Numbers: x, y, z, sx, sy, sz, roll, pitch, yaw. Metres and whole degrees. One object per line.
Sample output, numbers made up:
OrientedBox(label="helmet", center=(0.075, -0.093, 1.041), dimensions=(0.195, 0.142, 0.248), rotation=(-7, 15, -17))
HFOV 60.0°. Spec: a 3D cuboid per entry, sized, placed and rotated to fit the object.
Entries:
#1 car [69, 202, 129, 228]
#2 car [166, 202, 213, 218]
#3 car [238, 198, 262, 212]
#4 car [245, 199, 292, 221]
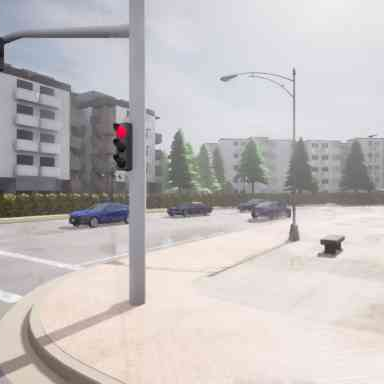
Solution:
OrientedBox(label="car", center=(-5.950, 1.478, 22.606), dimensions=(1.882, 1.535, 5.008), rotation=(0, 0, 34))
OrientedBox(label="car", center=(-0.190, 1.601, 30.599), dimensions=(1.895, 1.301, 4.718), rotation=(0, 0, 39))
OrientedBox(label="car", center=(7.407, 1.478, 37.850), dimensions=(5.008, 1.535, 1.882), rotation=(0, 0, -36))
OrientedBox(label="car", center=(6.628, 1.526, 27.615), dimensions=(1.812, 1.442, 4.674), rotation=(0, 0, 42))
